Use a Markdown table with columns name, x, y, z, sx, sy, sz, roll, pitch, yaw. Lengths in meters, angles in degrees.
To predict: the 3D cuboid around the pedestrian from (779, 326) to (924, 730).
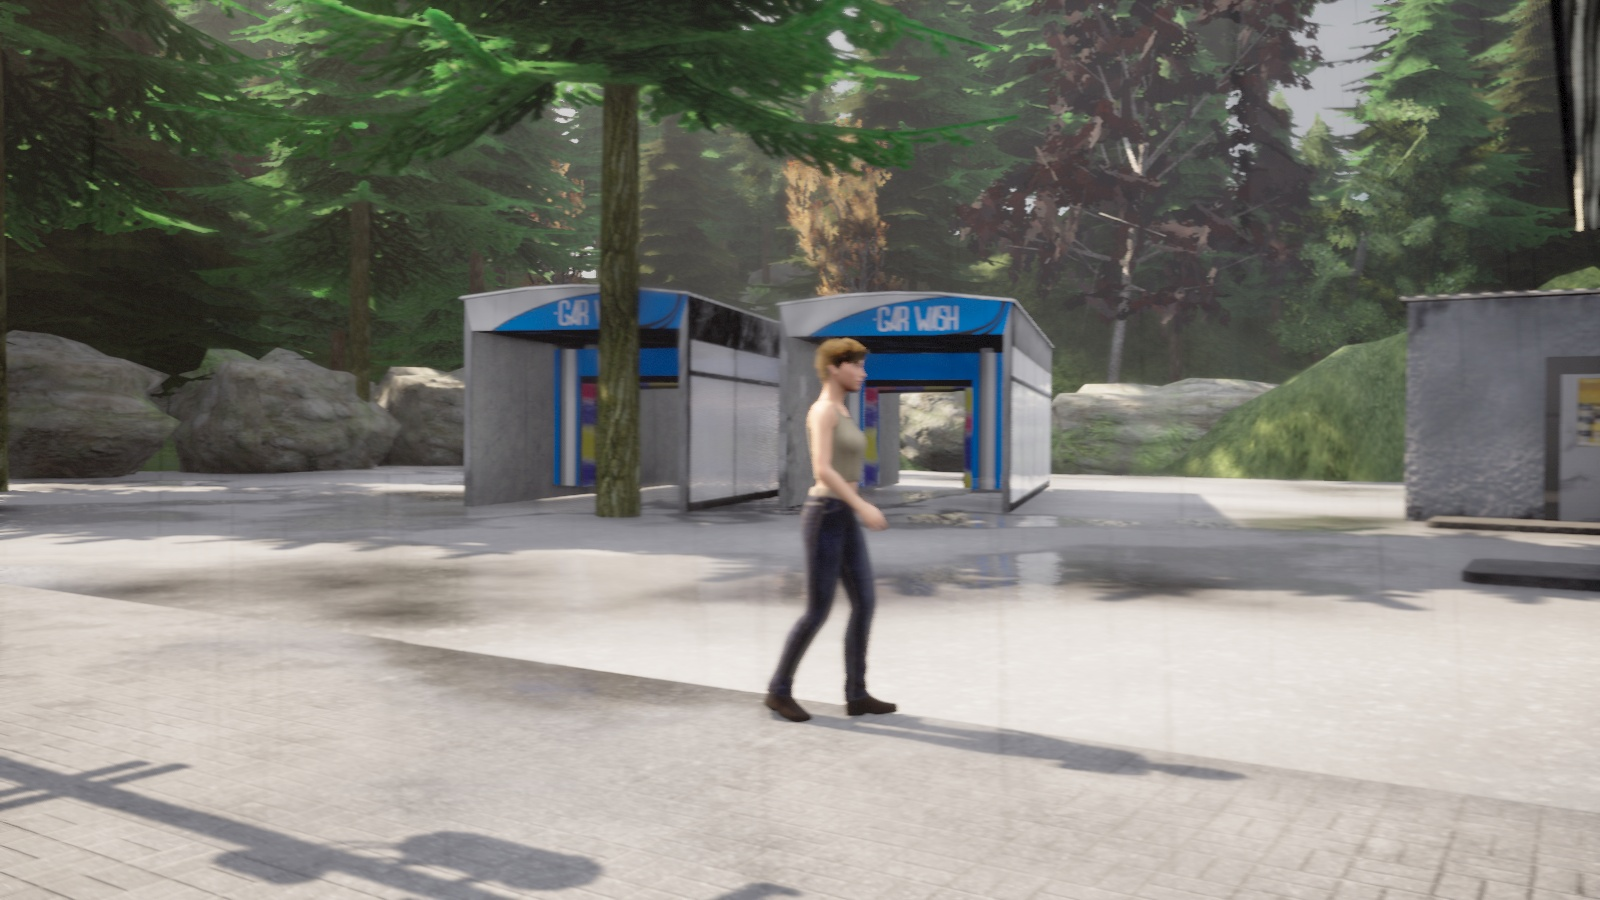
| name | x | y | z | sx | sy | sz | roll | pitch | yaw |
| --- | --- | --- | --- | --- | --- | --- | --- | --- | --- |
| pedestrian | 0.250 | 0.356 | 5.974 | 0.594 | 1.836 | 0.345 | 0 | 1 | 21 |
